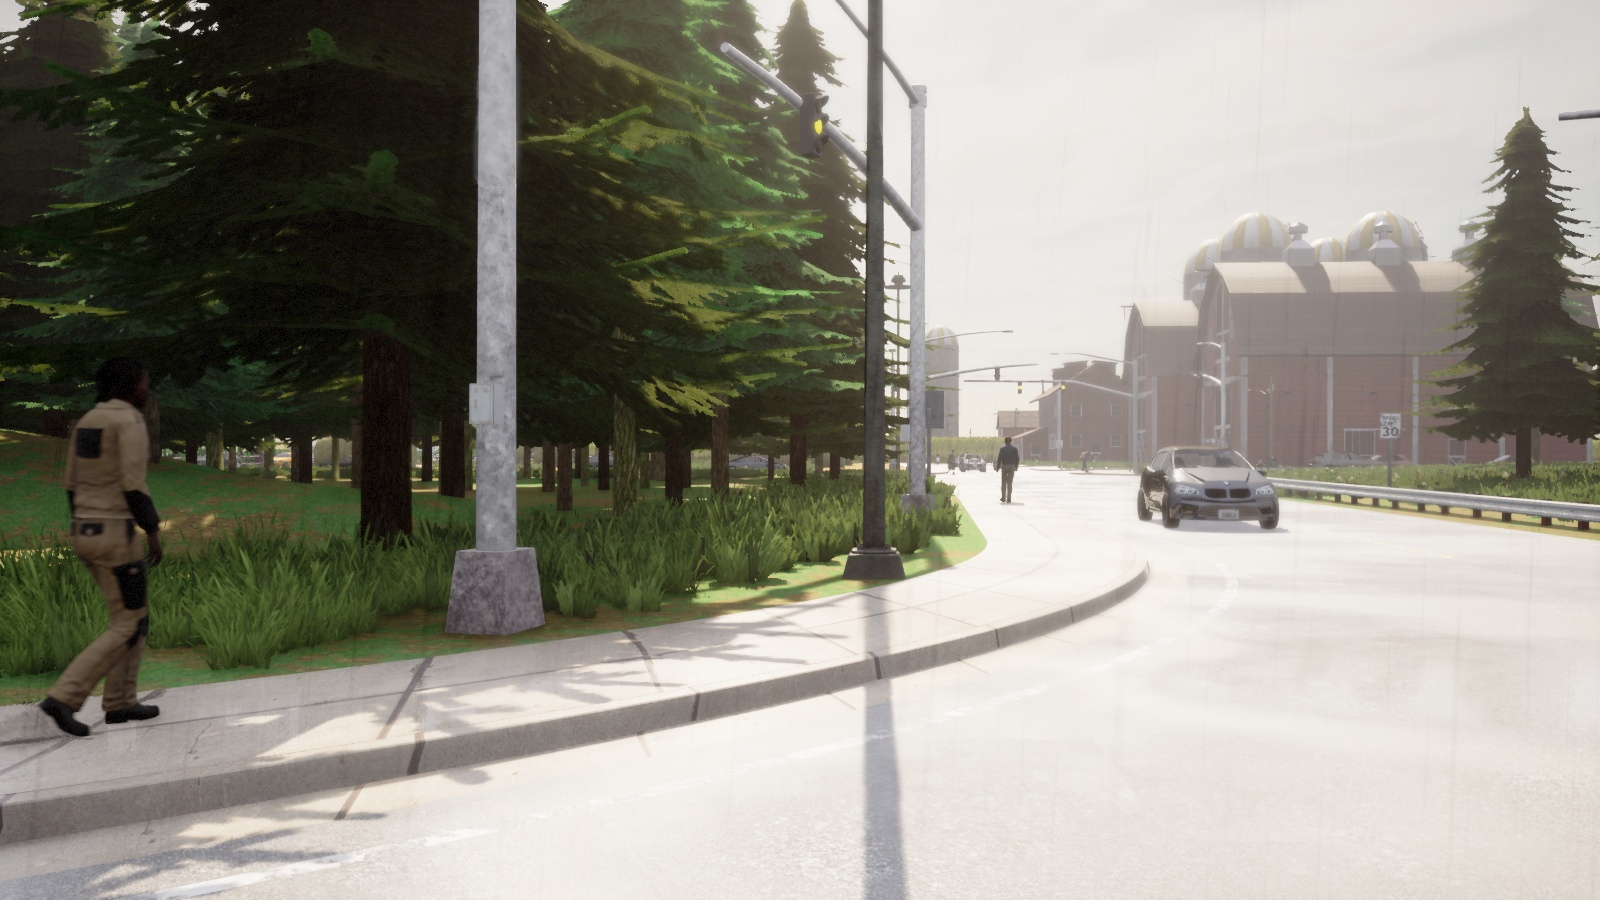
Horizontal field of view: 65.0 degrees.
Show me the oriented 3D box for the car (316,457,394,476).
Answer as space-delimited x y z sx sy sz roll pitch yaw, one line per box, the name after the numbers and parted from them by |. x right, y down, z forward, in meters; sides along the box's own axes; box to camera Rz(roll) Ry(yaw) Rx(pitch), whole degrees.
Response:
-30.645 1.149 86.561 4.718 1.301 1.895 0 0 5 | car

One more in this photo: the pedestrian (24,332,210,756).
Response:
-3.319 0.429 6.126 0.396 1.930 0.692 0 0 35 | pedestrian

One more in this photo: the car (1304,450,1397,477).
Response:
34.085 0.820 77.845 4.856 1.649 2.033 0 0 5 | car

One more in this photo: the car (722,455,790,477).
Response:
-2.832 1.039 80.805 4.181 1.385 1.994 0 0 5 | car

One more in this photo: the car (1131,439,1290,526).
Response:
8.531 0.636 26.575 2.242 1.667 4.611 0 0 6 | car

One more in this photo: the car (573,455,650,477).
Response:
-12.237 1.023 81.564 4.674 1.442 1.812 0 0 5 | car

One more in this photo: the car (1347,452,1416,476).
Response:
37.509 0.904 81.060 3.633 1.501 1.845 0 0 5 | car

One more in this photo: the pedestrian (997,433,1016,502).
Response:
5.576 0.478 33.895 0.370 1.835 0.726 0 0 0 | pedestrian
